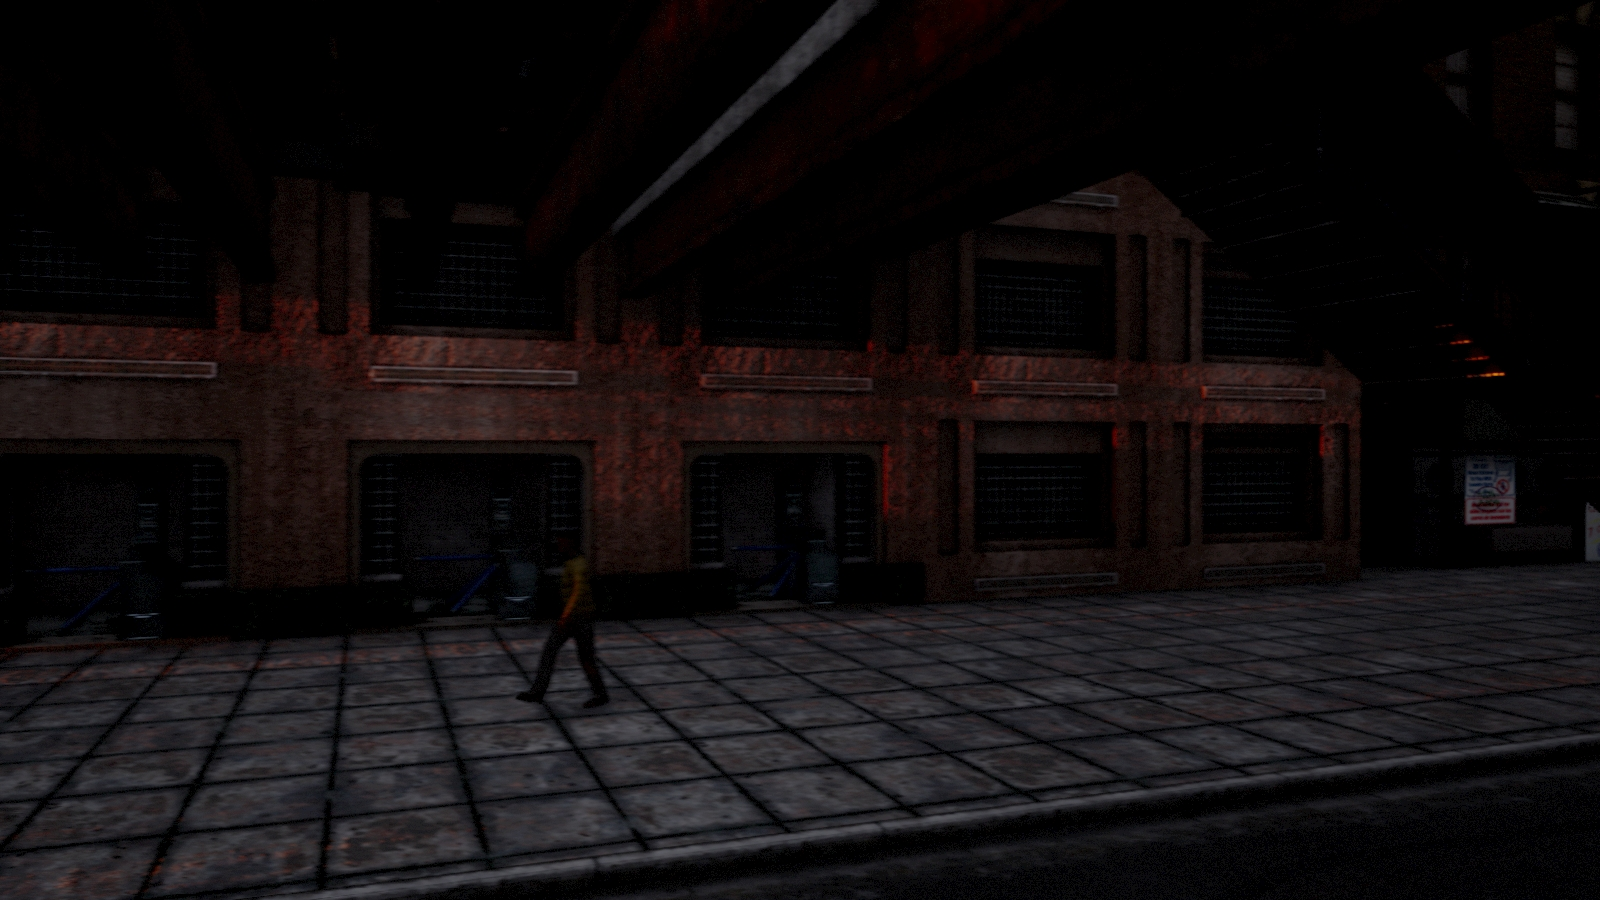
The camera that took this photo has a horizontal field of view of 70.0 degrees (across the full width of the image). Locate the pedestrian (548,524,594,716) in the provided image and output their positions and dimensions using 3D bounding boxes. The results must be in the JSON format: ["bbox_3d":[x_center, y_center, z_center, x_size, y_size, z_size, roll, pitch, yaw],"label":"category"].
[{"bbox_3d":[-2.309,1.696,11.525,0.375,1.860,0.375,0,0,-25],"label":"pedestrian"}]
